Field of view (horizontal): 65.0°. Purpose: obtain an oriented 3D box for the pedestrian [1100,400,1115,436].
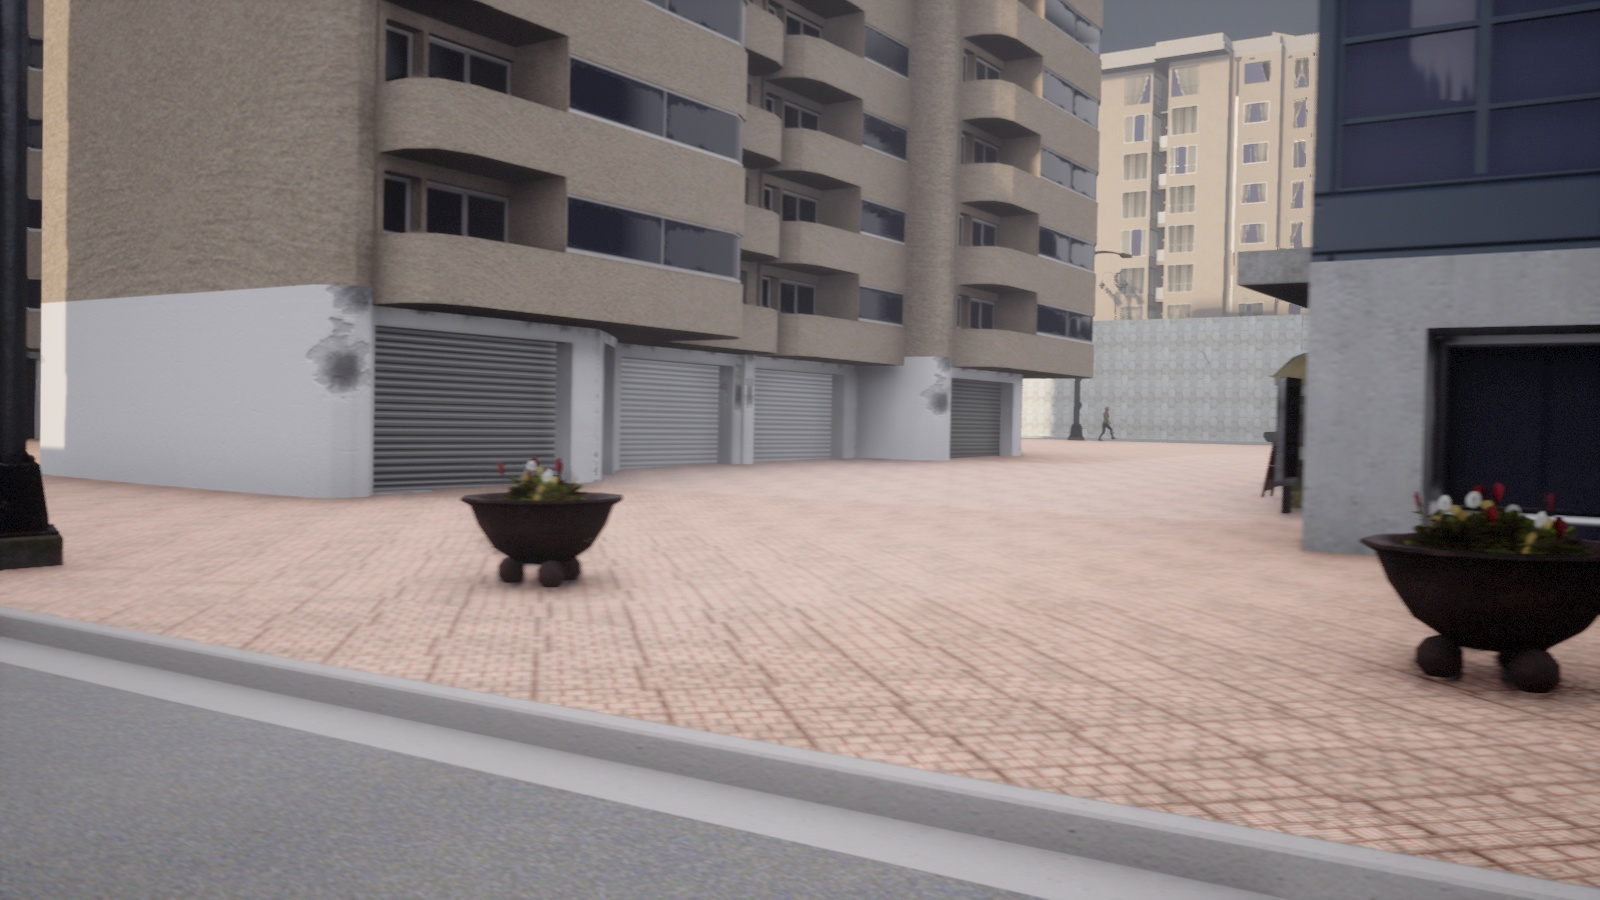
[{"bbox_3d":[15.704,-1.649,64.170,0.634,1.846,0.331,1,1,32],"label":"pedestrian"}]
